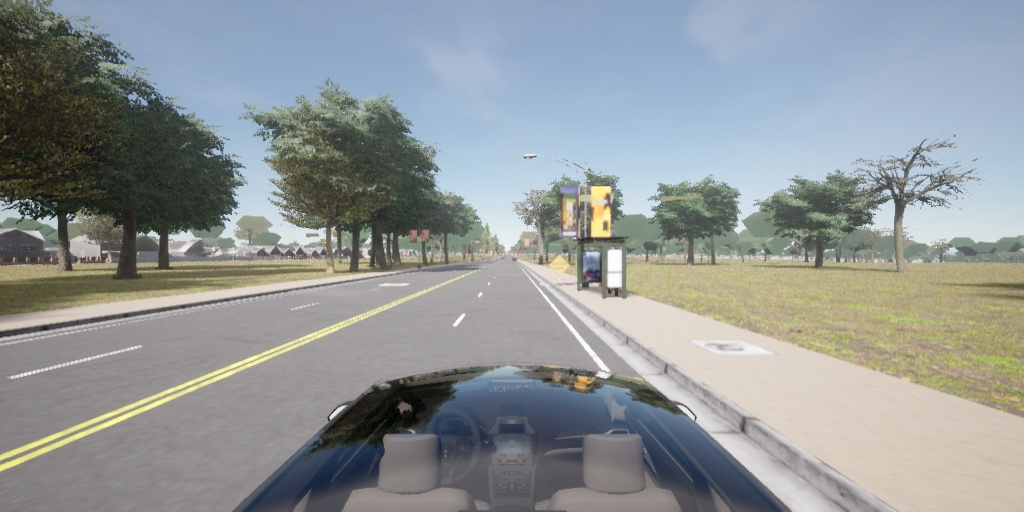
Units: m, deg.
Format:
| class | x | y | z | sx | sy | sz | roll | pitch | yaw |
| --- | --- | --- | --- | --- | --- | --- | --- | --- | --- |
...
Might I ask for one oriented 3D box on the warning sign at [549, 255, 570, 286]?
| class | x | y | z | sx | sy | sz | roll | pitch | yaw |
| --- | --- | --- | --- | --- | --- | --- | --- | --- | --- |
| warning sign | 2.850 | 0.862 | 21.697 | 1.300 | 1.860 | 1.060 | 0 | 0 | 0 |
